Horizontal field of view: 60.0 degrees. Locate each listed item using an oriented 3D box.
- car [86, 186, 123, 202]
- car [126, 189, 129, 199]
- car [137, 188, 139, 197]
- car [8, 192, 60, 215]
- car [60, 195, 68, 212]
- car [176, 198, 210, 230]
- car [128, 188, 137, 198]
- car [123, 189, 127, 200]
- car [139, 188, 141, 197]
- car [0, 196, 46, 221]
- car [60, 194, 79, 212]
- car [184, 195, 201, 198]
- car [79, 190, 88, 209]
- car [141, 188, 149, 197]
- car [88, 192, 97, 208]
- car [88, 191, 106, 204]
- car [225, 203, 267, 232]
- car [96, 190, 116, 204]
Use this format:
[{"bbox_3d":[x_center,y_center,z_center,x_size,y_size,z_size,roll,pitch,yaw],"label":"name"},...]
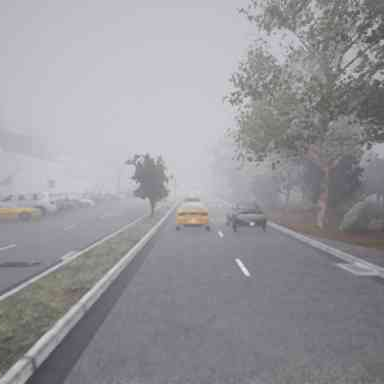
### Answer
[{"bbox_3d":[-13.897,0.608,50.909,5.566,2.045,2.435,-1,1,-20],"label":"car"},{"bbox_3d":[-14.099,0.747,56.830,5.366,1.575,1.946,-1,1,-20],"label":"car"},{"bbox_3d":[-13.915,0.421,68.905,4.553,1.767,2.185,-1,1,-20],"label":"car"},{"bbox_3d":[-13.912,1.051,26.870,5.566,2.045,2.435,-1,1,-20],"label":"car"},{"bbox_3d":[-13.913,1.288,29.873,4.792,1.488,2.163,-1,1,-20],"label":"car"},{"bbox_3d":[0.056,1.358,20.242,1.882,1.535,5.008,0,1,0],"label":"car"},{"bbox_3d":[-13.963,0.391,62.877,5.566,2.045,2.435,-1,1,-20],"label":"car"},{"bbox_3d":[-13.748,0.794,53.965,5.366,1.575,1.946,-1,1,-20],"label":"car"},{"bbox_3d":[-13.982,0.379,71.890,4.553,1.767,2.185,-1,1,-20],"label":"car"},{"bbox_3d":[-13.707,1.333,23.946,5.366,1.575,1.946,-1,0,-20],"label":"car"},{"bbox_3d":[-13.894,1.254,32.898,4.674,1.452,2.002,-1,1,-20],"label":"car"},{"bbox_3d":[0.017,1.045,40.712,1.882,1.535,5.008,0,1,0],"label":"car"},{"bbox_3d":[-13.928,1.033,35.883,4.553,1.767,2.185,-1,1,-20],"label":"car"},{"bbox_3d":[-13.989,0.135,80.886,5.566,2.045,2.435,-1,1,-20],"label":"car"},{"bbox_3d":[-13.903,1.142,38.896,4.674,1.452,2.002,-1,1,-20],"label":"car"},{"bbox_3d":[-13.897,1.042,41.895,5.008,1.535,2.097,-1,2,-20],"label":"car"},{"bbox_3d":[3.062,1.379,19.403,2.128,1.511,4.902,0,1,0],"label":"car"},{"bbox_3d":[-13.887,0.948,47.912,4.792,1.488,2.163,-1,1,-20],"label":"car"}]
